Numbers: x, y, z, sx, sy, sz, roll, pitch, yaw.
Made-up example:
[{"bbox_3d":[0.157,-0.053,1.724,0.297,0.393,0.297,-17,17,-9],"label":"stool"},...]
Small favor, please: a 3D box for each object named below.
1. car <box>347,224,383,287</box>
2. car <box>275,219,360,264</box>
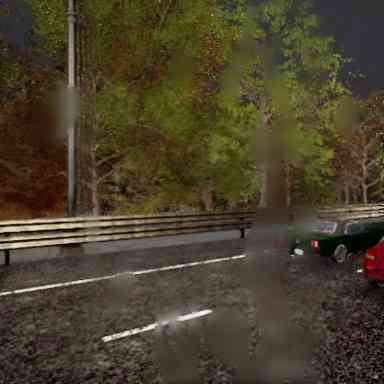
[{"bbox_3d":[5.938,1.522,8.035,4.674,1.442,1.812,0,0,-36],"label":"car"},{"bbox_3d":[5.212,1.606,11.889,4.718,1.301,1.895,0,0,-36],"label":"car"}]
